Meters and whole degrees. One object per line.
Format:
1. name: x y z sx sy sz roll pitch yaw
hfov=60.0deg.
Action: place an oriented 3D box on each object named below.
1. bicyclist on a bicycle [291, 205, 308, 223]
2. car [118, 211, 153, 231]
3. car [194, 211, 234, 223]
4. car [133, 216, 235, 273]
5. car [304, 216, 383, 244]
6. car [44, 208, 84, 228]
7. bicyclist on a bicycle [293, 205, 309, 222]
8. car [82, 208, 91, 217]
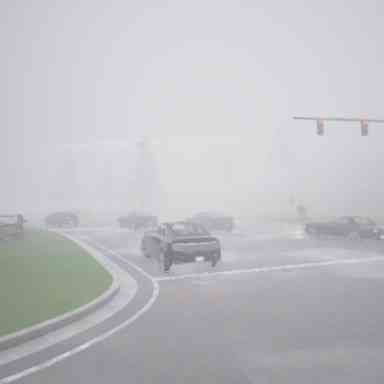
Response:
1. bicyclist on a bicycle: 10.190 2.026 31.525 1.656 1.620 0.582 0 -2 -29
2. car: -4.565 2.322 27.572 1.882 1.535 5.008 0 -2 -32
3. car: 1.195 2.150 24.585 1.882 1.535 5.008 0 -2 -26
4. car: -0.582 1.849 12.199 2.128 1.511 4.902 0 -2 -20
5. car: 8.436 1.986 18.298 1.895 1.301 4.718 0 -2 -24
6. car: -12.690 2.604 32.193 1.837 1.490 4.892 1 -3 -44
7. bicyclist on a bicycle: 10.406 2.012 31.136 1.656 1.620 0.582 0 -2 -29
8. car: -18.384 3.242 53.021 5.008 1.535 1.882 -1 -2 26
